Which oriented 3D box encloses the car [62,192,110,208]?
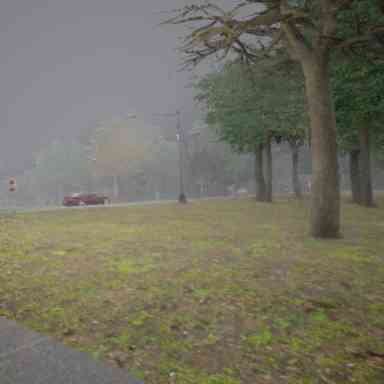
[{"bbox_3d":[-10.450,0.736,33.194,1.882,1.535,5.008,-4,-1,34],"label":"car"}]

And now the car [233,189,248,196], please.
[{"bbox_3d":[11.193,0.018,77.228,2.097,1.767,4.553,-4,-1,34],"label":"car"}]
